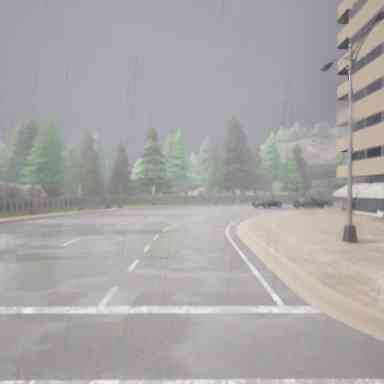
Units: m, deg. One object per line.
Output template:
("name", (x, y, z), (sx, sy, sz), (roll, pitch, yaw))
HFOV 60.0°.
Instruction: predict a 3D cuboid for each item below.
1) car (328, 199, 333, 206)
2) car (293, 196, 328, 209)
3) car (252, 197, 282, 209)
("car", (18.396, 1.353, 48.758), (4.902, 1.511, 2.128), (0, 0, -22))
("car", (14.949, 1.398, 42.888), (4.674, 1.442, 1.812), (0, 0, -34))
("car", (9.729, 1.351, 42.838), (4.902, 1.511, 2.128), (0, 0, -42))
